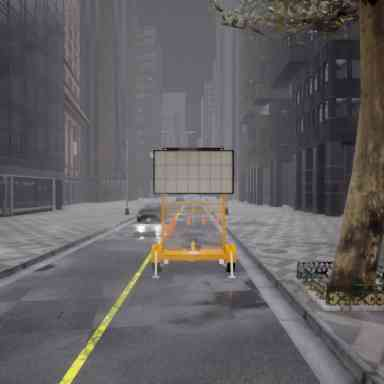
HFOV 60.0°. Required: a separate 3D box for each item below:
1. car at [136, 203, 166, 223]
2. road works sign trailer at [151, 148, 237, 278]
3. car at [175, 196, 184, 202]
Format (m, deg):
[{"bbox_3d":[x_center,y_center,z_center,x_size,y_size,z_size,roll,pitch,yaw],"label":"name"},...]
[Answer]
[{"bbox_3d":[-3.021,1.567,25.866,2.033,1.411,5.357,0,0,0],"label":"car"},{"bbox_3d":[0.045,0.465,10.099,2.380,3.560,2.880,0,0,0],"label":"road works sign trailer"},{"bbox_3d":[-2.758,1.694,76.849,1.994,1.385,4.181,0,0,0],"label":"car"}]
